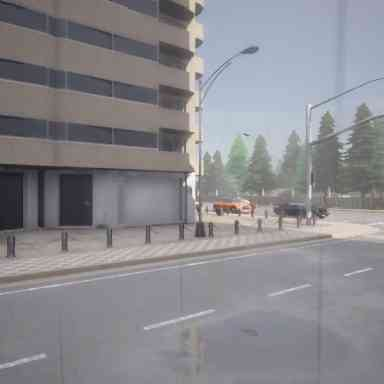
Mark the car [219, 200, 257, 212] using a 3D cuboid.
[{"bbox_3d":[5.571,1.656,40.996,1.895,1.301,4.718,0,0,-36],"label":"car"}]

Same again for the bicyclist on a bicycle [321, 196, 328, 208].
[{"bbox_3d":[17.331,1.356,43.469,1.656,1.620,0.582,0,0,-36],"label":"bicyclist on a bicycle"}]

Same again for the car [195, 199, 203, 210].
[{"bbox_3d":[-0.958,1.533,44.079,1.882,1.535,5.008,0,0,-36],"label":"car"}]

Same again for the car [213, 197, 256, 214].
[{"bbox_3d":[4.396,1.407,36.646,2.097,1.767,4.553,0,0,-36],"label":"car"}]

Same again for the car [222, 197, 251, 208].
[{"bbox_3d":[6.835,1.581,51.545,1.812,1.442,4.674,0,0,-36],"label":"car"}]

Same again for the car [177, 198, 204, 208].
[{"bbox_3d":[-0.231,1.619,49.058,1.994,1.385,4.181,0,0,-36],"label":"car"}]

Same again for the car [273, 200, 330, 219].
[{"bbox_3d":[9.613,1.656,29.414,1.895,1.301,4.718,0,0,-36],"label":"car"}]
